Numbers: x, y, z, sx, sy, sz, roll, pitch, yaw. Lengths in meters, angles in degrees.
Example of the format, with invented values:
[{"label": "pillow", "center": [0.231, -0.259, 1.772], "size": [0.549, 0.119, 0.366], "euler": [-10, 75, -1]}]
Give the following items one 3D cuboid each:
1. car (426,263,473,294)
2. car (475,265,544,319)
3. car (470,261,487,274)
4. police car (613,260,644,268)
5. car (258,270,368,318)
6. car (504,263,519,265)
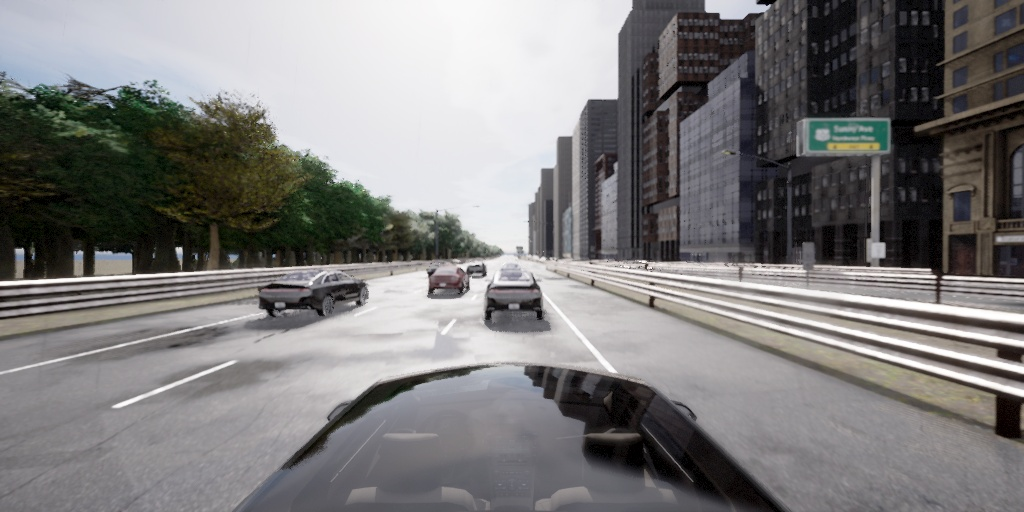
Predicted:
[{"label": "car", "center": [-3.491, 1.291, 20.332], "size": [1.812, 1.442, 4.674], "euler": [0, 0, 0]}, {"label": "car", "center": [0.048, 1.246, 12.776], "size": [2.128, 1.511, 4.902], "euler": [0, 0, 0]}, {"label": "car", "center": [-3.576, 1.275, 37.012], "size": [2.128, 1.511, 4.902], "euler": [0, 0, 0]}, {"label": "police car", "center": [14.344, 1.293, 44.561], "size": [1.930, 1.638, 5.238], "euler": [0, 0, -18]}, {"label": "car", "center": [-6.953, 1.256, 13.152], "size": [2.128, 1.511, 4.902], "euler": [0, 0, 0]}, {"label": "car", "center": [-0.042, 1.319, 31.063], "size": [2.033, 1.411, 5.357], "euler": [0, 0, 0]}]
